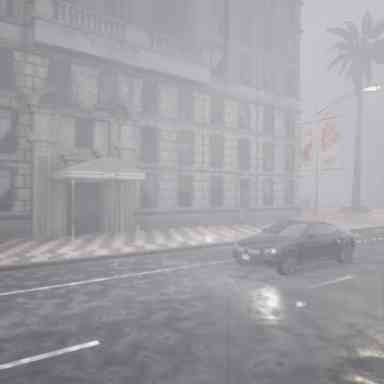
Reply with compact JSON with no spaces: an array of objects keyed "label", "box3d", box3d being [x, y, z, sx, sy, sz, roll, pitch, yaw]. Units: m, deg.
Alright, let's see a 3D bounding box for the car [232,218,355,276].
[{"label":"car","box3d":[3.414,1.601,10.694,4.674,1.442,1.812,1,-1,-35]}]
